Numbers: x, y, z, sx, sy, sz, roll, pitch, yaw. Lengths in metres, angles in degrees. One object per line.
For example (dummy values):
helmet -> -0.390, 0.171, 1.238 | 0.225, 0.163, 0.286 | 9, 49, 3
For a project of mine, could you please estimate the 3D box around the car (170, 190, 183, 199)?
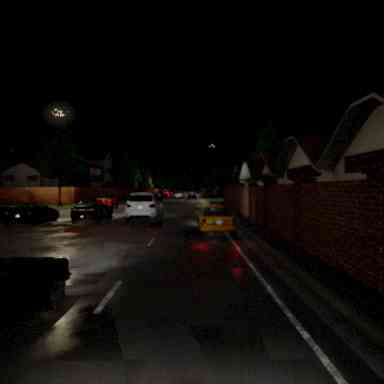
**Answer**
car -> -3.487, 0.620, 82.180 | 2.150, 2.045, 5.566 | 0, 0, 0

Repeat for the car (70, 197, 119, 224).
car -> -6.897, 1.322, 23.275 | 2.128, 1.511, 4.902 | 0, 0, 0

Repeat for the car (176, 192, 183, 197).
car -> -3.485, 0.703, 92.570 | 1.812, 1.442, 4.674 | 0, 0, 0

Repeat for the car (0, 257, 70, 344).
car -> -3.400, 1.566, 4.681 | 1.895, 1.301, 4.718 | 0, 0, 0

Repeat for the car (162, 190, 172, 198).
car -> -6.985, 0.465, 93.430 | 2.150, 2.045, 5.566 | 0, 0, 0

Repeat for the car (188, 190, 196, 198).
car -> 0.014, 0.509, 86.066 | 2.150, 2.045, 5.566 | 0, 0, 0

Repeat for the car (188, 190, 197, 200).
car -> 0.011, 0.932, 71.039 | 2.033, 1.411, 5.357 | 0, 0, 0

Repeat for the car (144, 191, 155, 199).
car -> -10.487, 0.748, 82.538 | 2.097, 1.767, 4.553 | 0, 0, 0

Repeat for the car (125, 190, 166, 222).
car -> -3.396, 1.044, 24.385 | 2.150, 2.045, 5.566 | 0, 0, 0

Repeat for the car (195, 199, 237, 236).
car -> 1.227, 1.328, 17.569 | 1.801, 1.575, 5.366 | 0, 0, 0

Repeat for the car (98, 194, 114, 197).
car -> -10.395, 1.055, 40.957 | 2.097, 1.767, 4.553 | 0, 0, 0

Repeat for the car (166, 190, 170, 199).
car -> -6.987, 0.912, 83.306 | 2.128, 1.511, 4.902 | 0, 0, 0

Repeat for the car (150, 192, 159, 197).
car -> -10.485, 0.774, 92.602 | 1.895, 1.301, 4.718 | 0, 0, 0

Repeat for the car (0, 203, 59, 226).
car -> -10.397, 1.405, 21.861 | 1.994, 1.385, 4.181 | 0, 0, 0

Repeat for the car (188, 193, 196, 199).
car -> 0.012, 0.854, 76.768 | 1.895, 1.301, 4.718 | 0, 0, 0
